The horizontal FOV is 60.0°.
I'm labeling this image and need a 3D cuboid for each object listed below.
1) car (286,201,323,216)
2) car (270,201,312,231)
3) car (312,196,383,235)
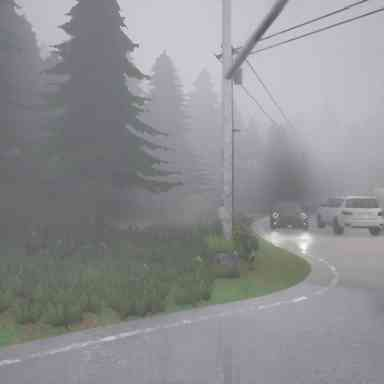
[{"bbox_3d":[11.315,1.627,33.320,1.895,1.301,4.718,0,0,41],"label":"car"},{"bbox_3d":[6.045,1.378,21.106,2.097,1.767,4.553,0,0,12],"label":"car"},{"bbox_3d":[8.888,1.247,19.176,2.150,2.045,5.566,0,0,6],"label":"car"}]
